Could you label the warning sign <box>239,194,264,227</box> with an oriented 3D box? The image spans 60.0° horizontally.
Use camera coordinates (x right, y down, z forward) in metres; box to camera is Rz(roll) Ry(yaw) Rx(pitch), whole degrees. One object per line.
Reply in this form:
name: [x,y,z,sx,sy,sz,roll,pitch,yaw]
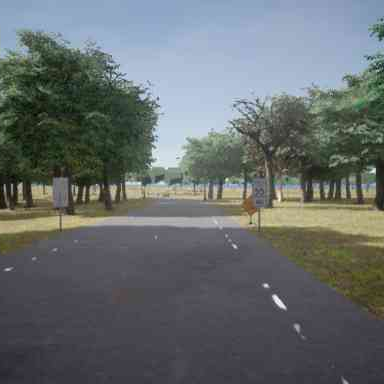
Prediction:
warning sign: [3.571,1.086,20.088,1.300,1.860,1.060,1,1,0]
